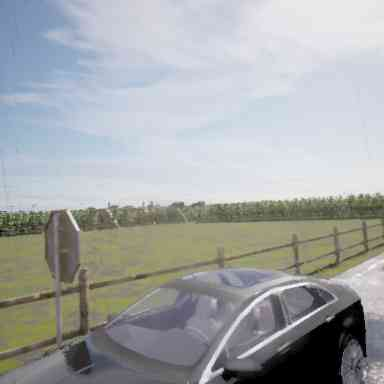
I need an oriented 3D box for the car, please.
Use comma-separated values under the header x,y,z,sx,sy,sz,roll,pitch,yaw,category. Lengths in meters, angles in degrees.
x,y,z,sx,sy,sz,roll,pitch,yaw,category
0.266,1.714,3.644,4.902,1.511,2.128,1,-5,-44,car
